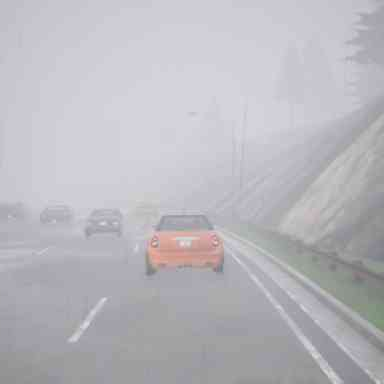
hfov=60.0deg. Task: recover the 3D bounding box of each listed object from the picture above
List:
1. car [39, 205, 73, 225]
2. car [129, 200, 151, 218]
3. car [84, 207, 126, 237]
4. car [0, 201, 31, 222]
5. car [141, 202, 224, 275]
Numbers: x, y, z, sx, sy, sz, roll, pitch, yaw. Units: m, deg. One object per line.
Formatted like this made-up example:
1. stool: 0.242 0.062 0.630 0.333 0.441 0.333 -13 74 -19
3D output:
1. car: -9.682 1.611 24.090 1.895 1.301 4.718 0 0 -16
2. car: -4.596 1.467 30.785 1.882 1.535 5.008 0 0 -20
3. car: -4.677 1.547 18.137 2.033 1.411 5.357 0 0 -10
4. car: -14.265 1.528 26.797 1.837 1.490 4.892 0 0 -19
5. car: -0.318 1.344 10.654 2.097 1.767 4.553 0 0 -4
